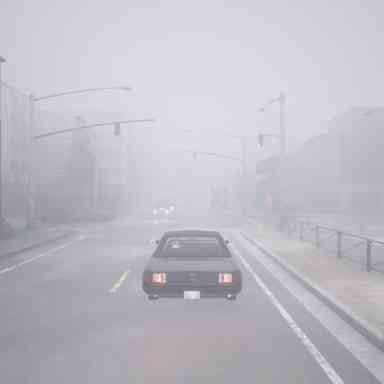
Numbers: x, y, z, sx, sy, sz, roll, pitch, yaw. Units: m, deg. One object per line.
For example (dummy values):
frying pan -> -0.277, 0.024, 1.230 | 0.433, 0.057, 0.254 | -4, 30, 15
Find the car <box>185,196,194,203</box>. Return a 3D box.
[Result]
car -> -0.458, 1.492, 66.611 | 2.128, 1.511, 4.902 | 0, 0, 0

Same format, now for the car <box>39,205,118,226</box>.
car -> -8.310, 1.671, 24.549 | 5.357, 1.411, 2.033 | -2, 0, 0

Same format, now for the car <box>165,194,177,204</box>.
car -> -3.989, 1.353, 63.772 | 2.097, 1.767, 4.553 | 0, 0, 0

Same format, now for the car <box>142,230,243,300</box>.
car -> 0.009, 1.601, 8.329 | 1.895, 1.301, 4.718 | 0, 0, 0

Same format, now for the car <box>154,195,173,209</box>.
car -> -3.903, 1.505, 44.338 | 1.837, 1.490, 4.892 | 0, 0, 0

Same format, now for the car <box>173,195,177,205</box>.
car -> -3.959, 1.601, 53.603 | 1.895, 1.301, 4.718 | 0, 0, 0
